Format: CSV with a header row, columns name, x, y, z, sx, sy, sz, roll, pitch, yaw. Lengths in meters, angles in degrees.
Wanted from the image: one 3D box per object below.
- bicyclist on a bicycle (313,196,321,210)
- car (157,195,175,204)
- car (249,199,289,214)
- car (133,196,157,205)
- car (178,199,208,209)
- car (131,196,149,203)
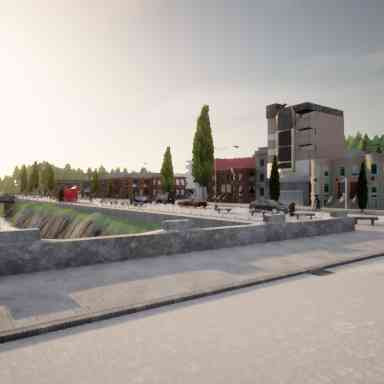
name,x,y,z,sx,sy,sz,roll,pitch,yaw
bicyclist on a bicycle,14.937,1.349,39.677,1.656,1.620,0.582,0,0,-35
car,-5.033,1.352,60.513,2.097,1.767,4.553,0,0,-36
car,8.106,1.505,34.793,1.837,1.490,4.892,0,0,-35
car,-8.747,1.482,58.665,1.882,1.535,5.008,0,0,-35
car,0.135,1.600,46.013,1.895,1.301,4.718,0,0,-35
car,-10.758,1.526,68.554,1.812,1.442,4.674,0,0,-36
